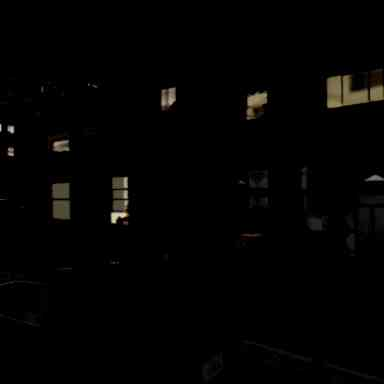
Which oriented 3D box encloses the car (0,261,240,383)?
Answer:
[{"bbox_3d":[-1.508,1.563,4.118,4.313,1.339,1.947,0,0,36],"label":"car"}]
